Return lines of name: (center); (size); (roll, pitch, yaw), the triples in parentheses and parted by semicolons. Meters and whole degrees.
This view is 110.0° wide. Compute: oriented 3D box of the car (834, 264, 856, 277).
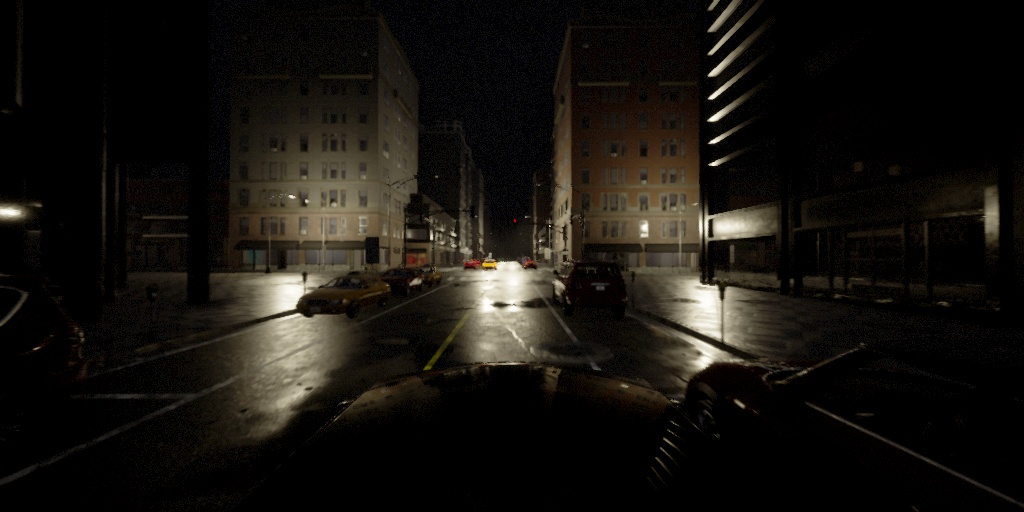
car: (37.052, 1.569, 38.566); (4.902, 1.511, 2.128); (0, -1, 1)

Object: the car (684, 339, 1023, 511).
car: (2.669, 1.190, 1.987); (1.967, 1.591, 4.097); (0, 0, 0)

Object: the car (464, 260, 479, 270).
car: (-5.872, 1.284, 51.512); (1.888, 1.381, 4.507); (0, 0, 0)

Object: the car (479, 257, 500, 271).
car: (-3.013, 1.259, 49.020); (1.882, 1.535, 5.008); (0, 1, 0)

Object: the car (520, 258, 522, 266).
car: (2.652, 1.320, 57.178); (1.802, 1.307, 4.207); (0, 0, 0)

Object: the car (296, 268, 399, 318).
car: (-5.860, 1.273, 13.073); (1.751, 1.417, 4.829); (0, 0, 0)

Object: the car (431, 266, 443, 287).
car: (-5.864, 1.270, 24.322); (1.751, 1.417, 4.829); (0, 0, 0)

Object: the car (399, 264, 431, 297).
car: (-5.862, 1.291, 18.867); (1.888, 1.381, 4.507); (0, 0, 0)

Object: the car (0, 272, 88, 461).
car: (-5.857, 1.065, 1.994); (2.192, 1.841, 5.009); (0, 0, 0)

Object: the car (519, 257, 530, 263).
car: (2.651, 1.319, 62.852); (1.802, 1.307, 4.207); (0, 0, 0)

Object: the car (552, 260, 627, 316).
car: (2.666, 1.062, 13.236); (2.192, 1.841, 5.009); (0, 0, 0)

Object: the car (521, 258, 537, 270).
car: (2.654, 1.321, 51.505); (1.802, 1.307, 4.207); (0, 0, 0)
